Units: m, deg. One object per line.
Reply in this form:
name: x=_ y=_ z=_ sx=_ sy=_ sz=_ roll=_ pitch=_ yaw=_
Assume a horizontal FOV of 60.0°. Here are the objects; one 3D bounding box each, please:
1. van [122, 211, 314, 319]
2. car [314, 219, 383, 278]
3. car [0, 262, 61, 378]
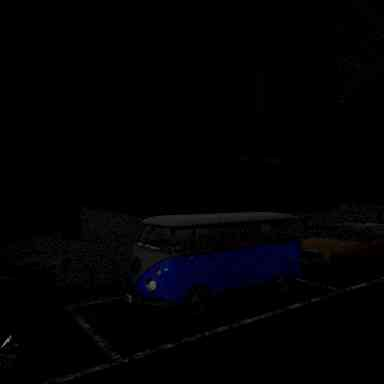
van: x=0.592 y=1.341 z=7.075 sx=3.998 sy=1.788 sz=1.690 roll=0 pitch=0 yaw=-36
car: x=4.880 y=1.526 z=10.135 sx=4.829 sy=1.417 sz=1.752 roll=0 pitch=0 yaw=-36
car: x=-3.834 y=1.566 z=3.916 sx=4.313 sy=1.339 sz=1.947 roll=0 pitch=0 yaw=-36
